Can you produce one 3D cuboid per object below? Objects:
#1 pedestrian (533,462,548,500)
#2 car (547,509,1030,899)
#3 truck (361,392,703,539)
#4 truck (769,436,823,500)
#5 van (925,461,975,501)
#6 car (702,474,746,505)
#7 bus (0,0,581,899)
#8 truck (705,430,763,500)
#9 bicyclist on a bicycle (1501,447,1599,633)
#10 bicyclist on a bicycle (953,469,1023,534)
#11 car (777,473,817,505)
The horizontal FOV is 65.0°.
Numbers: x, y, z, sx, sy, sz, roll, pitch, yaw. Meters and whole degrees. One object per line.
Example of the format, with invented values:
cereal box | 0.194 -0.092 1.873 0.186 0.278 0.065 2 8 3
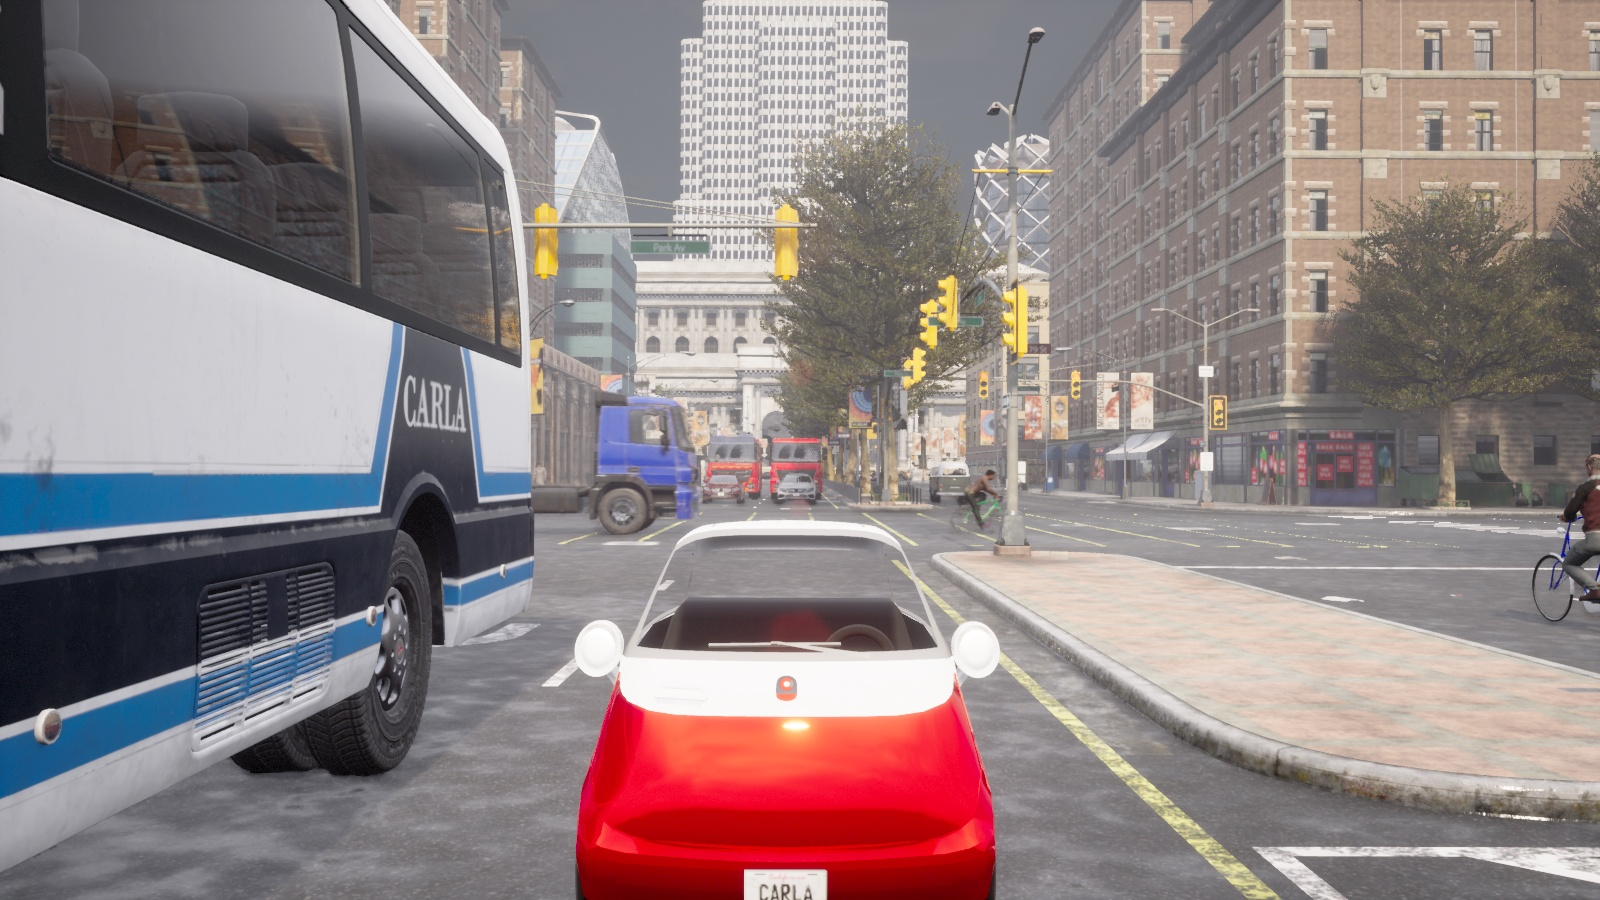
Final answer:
pedestrian | -13.710 1.638 66.363 0.659 1.952 0.873 0 -1 0
car | -0.039 0.953 4.966 1.481 1.376 2.207 0 -1 0
truck | -6.487 0.383 31.331 7.936 3.462 2.891 0 -1 0
truck | -0.204 1.037 71.874 2.891 3.462 7.936 0 -1 0
van | 7.813 1.608 65.742 2.069 2.038 4.480 0 -1 0
car | -3.653 1.877 61.008 1.812 1.442 4.674 0 -1 1
bus | -3.542 -0.482 3.917 3.944 4.253 10.273 0 -1 0
truck | -3.707 0.879 72.521 2.891 3.827 8.468 0 -1 0
bicyclist on a bicycle | 7.942 0.866 12.700 0.659 1.776 1.843 0 -1 0
bicyclist on a bicycle | 4.691 1.275 31.406 1.656 1.620 0.582 0 -1 0
car | -0.118 1.859 60.803 1.812 1.442 4.674 0 -1 1
